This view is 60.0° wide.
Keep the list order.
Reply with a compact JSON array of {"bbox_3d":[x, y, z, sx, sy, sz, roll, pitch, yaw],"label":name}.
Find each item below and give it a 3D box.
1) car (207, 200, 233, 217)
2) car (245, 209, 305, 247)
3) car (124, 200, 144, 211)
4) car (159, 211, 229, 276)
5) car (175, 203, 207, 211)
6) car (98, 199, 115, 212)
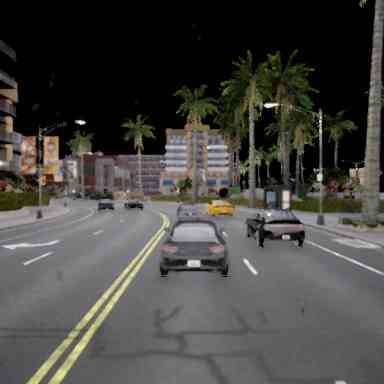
[{"bbox_3d":[2.465,1.503,31.836,1.882,1.535,5.008,0,0,-8],"label":"car"},{"bbox_3d":[3.594,1.504,15.068,2.128,1.511,4.902,0,0,0],"label":"car"},{"bbox_3d":[-7.324,1.634,42.075,1.895,1.301,4.718,0,0,-19],"label":"car"},{"bbox_3d":[0.075,1.534,10.235,1.812,1.442,4.674,0,0,1],"label":"car"},{"bbox_3d":[-0.291,1.568,25.448,2.033,1.411,5.357,0,0,-4],"label":"car"},{"bbox_3d":[-10.405,1.579,40.309,2.033,1.411,5.357,0,0,-18],"label":"car"}]
